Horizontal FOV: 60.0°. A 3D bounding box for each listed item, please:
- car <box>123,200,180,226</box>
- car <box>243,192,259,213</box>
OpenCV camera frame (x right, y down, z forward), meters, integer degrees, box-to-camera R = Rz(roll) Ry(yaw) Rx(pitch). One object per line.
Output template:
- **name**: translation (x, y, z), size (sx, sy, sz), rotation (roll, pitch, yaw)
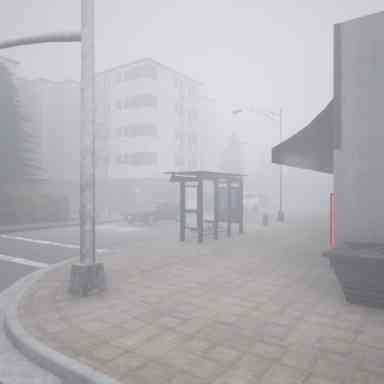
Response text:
- **car**: translation (-2.399, 1.328, 22.225), size (1.837, 1.490, 4.892), rotation (0, 0, 36)
- **car**: translation (4.531, 1.047, 31.870), size (2.150, 2.045, 5.566), rotation (0, 0, 36)
